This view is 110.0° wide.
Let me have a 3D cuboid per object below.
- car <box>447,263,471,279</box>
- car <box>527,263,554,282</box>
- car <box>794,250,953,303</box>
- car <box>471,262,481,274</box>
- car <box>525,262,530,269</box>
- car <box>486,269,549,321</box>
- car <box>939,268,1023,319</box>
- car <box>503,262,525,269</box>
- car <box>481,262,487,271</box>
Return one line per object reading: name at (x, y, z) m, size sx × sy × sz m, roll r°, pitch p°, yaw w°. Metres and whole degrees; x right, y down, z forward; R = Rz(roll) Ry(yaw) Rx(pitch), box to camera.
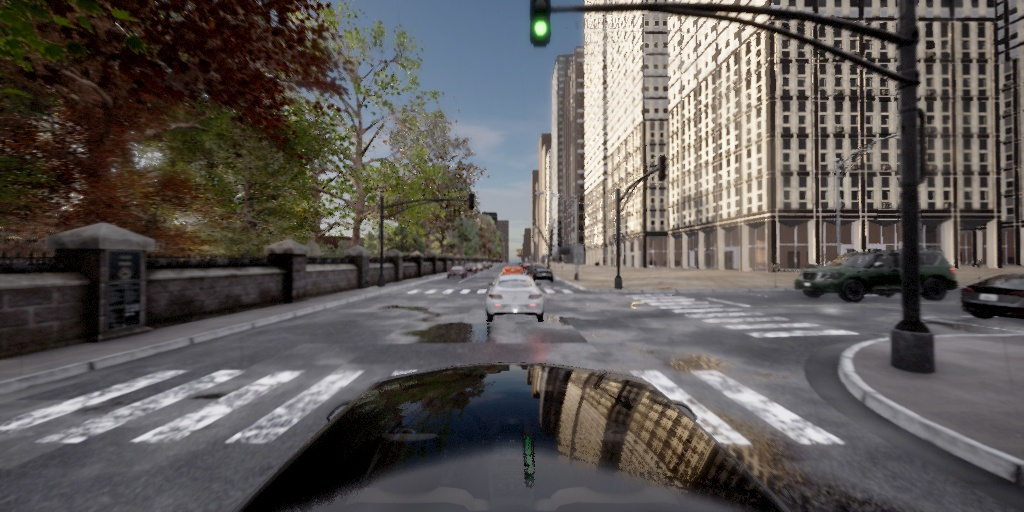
car at (-5.703, 1.657, 37.698) m, size 1.802 × 1.307 × 4.207 m, roll 0°, pitch 0°, yaw 0°
car at (2.679, 1.589, 32.068) m, size 1.948 × 1.339 × 4.313 m, roll 0°, pitch 0°, yaw 0°
car at (15.333, 0.811, 15.301) m, size 5.566 × 2.045 × 2.150 m, roll -1°, pitch -1°, yaw 0°
car at (-5.706, 1.621, 48.963) m, size 1.967 × 1.591 × 4.097 m, roll 0°, pitch 0°, yaw 0°
car at (2.677, 1.641, 37.701) m, size 1.948 × 1.339 × 4.313 m, roll 0°, pitch 0°, yaw 0°
car at (0.096, 1.374, 12.824) m, size 1.812 × 1.442 × 4.674 m, roll 0°, pitch -1°, yaw 0°
car at (14.681, 1.092, 9.493) m, size 4.313 × 1.339 × 1.948 m, roll 0°, pitch 0°, yaw 0°
car at (0.089, 1.443, 39.409) m, size 2.097 × 1.767 × 4.553 m, roll 0°, pitch -1°, yaw 0°
car at (-5.709, 1.816, 60.057) m, size 1.751 × 1.417 × 4.829 m, roll 0°, pitch 0°, yaw 0°
